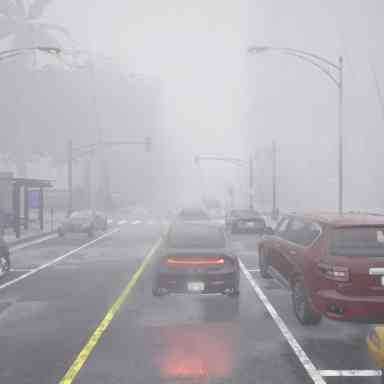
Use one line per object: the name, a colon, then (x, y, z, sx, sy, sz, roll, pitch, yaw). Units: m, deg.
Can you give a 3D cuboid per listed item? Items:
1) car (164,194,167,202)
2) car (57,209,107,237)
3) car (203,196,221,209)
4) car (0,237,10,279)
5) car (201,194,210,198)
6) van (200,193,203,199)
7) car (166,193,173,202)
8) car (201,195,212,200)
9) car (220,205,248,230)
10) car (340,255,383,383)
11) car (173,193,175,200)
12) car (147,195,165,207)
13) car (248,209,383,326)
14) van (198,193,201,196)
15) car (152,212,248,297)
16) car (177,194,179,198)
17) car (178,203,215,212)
car: (-5.676, 1.411, 55.166, 1.967, 1.590, 4.097, 0, 0, 0)
car: (-5.736, 1.577, 17.887, 1.802, 1.307, 4.206, 0, 0, 0)
car: (2.832, 1.545, 44.292, 1.947, 1.339, 4.313, 0, 0, 0)
car: (-5.754, 1.439, 7.034, 1.967, 1.590, 4.097, 0, 0, 0)
car: (2.850, 1.496, 55.303, 1.752, 1.417, 4.829, 0, 0, 0)
van: (2.858, 1.306, 60.553, 1.690, 1.788, 3.998, 0, 0, 0)
car: (-5.649, 1.392, 71.427, 1.967, 1.590, 4.097, 0, 0, 0)
car: (2.841, 1.541, 49.712, 1.947, 1.339, 4.313, 0, 0, 0)
car: (2.789, 1.561, 17.855, 1.947, 1.339, 4.313, 0, 0, 0)
car: (2.763, 1.525, 1.749, 1.752, 1.417, 4.829, 0, 0, 0)
car: (-5.641, 1.260, 76.848, 2.192, 1.841, 5.009, 0, 0, 0)
car: (-5.684, 1.526, 49.746, 2.008, 1.369, 4.403, 0, 0, 0)
car: (2.771, 1.314, 7.005, 2.192, 1.841, 5.009, 0, 0, 0)
van: (2.893, 1.278, 82.234, 1.690, 1.788, 3.998, 0, 0, 0)
car: (0.090, 1.503, 8.588, 1.837, 1.490, 4.892, 0, 0, 0)
car: (-5.614, 1.234, 93.108, 2.192, 1.841, 5.009, 0, 0, 0)
car: (0.032, 1.559, 18.616, 1.994, 1.385, 4.181, 0, 0, 0)
